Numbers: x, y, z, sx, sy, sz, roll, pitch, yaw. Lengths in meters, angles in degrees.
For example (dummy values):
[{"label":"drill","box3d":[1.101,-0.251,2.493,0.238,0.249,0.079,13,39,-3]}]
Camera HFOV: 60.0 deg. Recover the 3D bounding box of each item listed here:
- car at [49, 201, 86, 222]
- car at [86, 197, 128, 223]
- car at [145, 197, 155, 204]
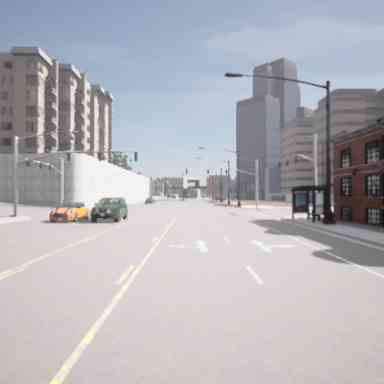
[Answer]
[{"label":"car","box3d":[-10.496,1.617,28.668,2.097,1.767,4.553,0,0,0]},{"label":"car","box3d":[-6.995,1.474,28.696,2.150,2.045,5.566,0,-1,0]},{"label":"car","box3d":[-10.481,2.122,82.457,2.097,1.767,4.553,0,-1,0]}]
